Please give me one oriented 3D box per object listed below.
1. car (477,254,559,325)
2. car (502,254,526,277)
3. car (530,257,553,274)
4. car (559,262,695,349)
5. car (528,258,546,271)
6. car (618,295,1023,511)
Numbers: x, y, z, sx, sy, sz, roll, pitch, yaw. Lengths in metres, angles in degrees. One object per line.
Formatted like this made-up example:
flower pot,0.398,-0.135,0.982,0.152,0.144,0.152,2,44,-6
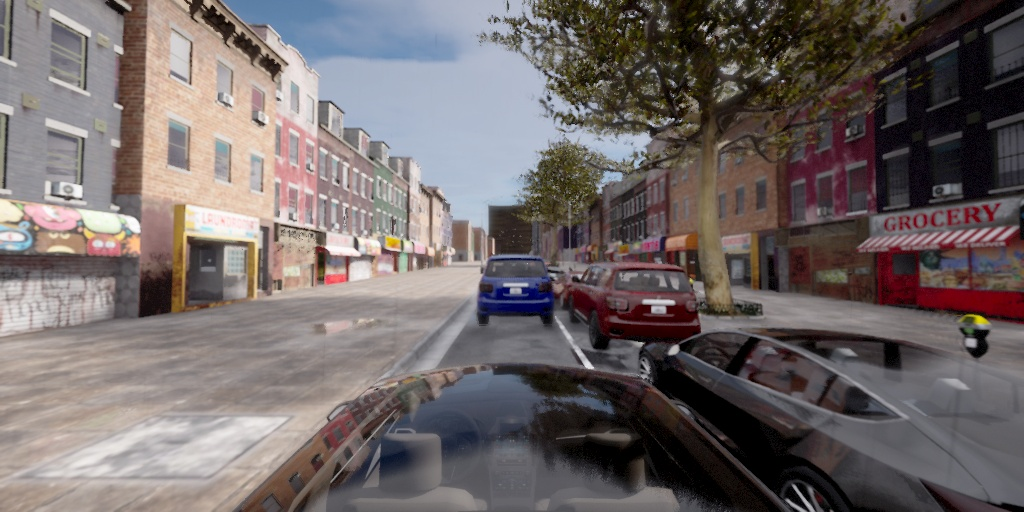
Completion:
car,0.097,0.965,11.881,2.150,2.045,5.566,0,0,0
car,0.191,0.865,35.053,2.150,2.045,5.566,0,0,0
car,3.095,0.975,38.787,2.097,1.767,4.553,0,0,0
car,2.661,1.060,8.946,2.192,1.841,5.009,0,0,0
car,3.142,1.065,45.822,1.882,1.535,5.008,0,0,0
car,2.646,1.316,3.386,1.948,1.339,4.313,0,0,0
